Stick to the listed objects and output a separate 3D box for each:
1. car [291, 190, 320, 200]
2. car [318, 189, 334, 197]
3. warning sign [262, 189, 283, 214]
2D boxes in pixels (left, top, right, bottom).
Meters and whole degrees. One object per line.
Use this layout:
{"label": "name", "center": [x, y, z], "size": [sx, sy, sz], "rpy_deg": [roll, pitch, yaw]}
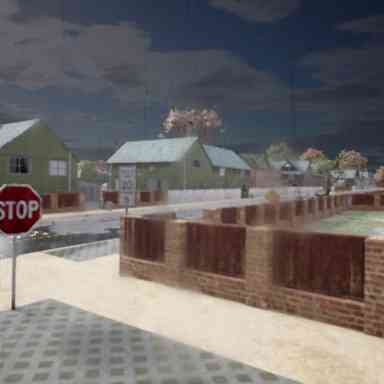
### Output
{"label": "car", "center": [13.906, 0.800, 41.057], "size": [1.895, 1.301, 4.718], "rpy_deg": [2, 2, 36]}
{"label": "car", "center": [19.471, 0.372, 49.033], "size": [2.097, 1.767, 4.553], "rpy_deg": [2, 2, 35]}
{"label": "warning sign", "center": [6.311, 0.702, 25.991], "size": [1.300, 1.860, 1.060], "rpy_deg": [1, 1, 35]}
